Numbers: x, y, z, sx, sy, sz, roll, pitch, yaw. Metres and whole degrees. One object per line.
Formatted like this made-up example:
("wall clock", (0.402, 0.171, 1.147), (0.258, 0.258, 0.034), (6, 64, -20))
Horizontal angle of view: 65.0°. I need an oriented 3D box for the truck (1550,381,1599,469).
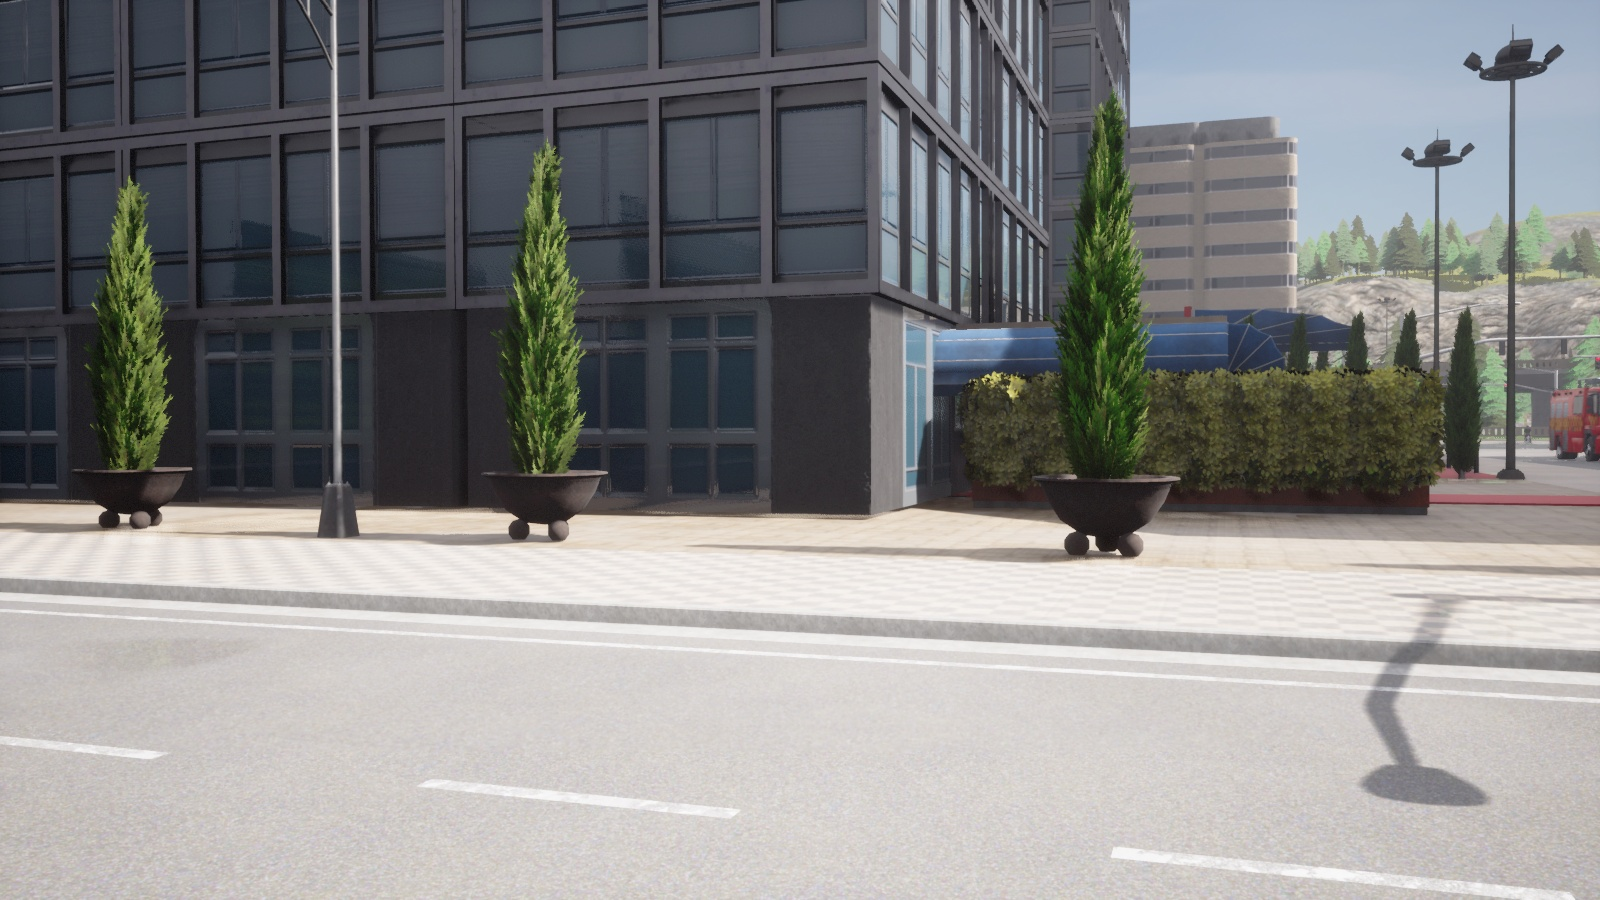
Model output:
("truck", (37.223, -1.123, 57.756), (2.891, 3.827, 8.468), (1, 1, 18))
